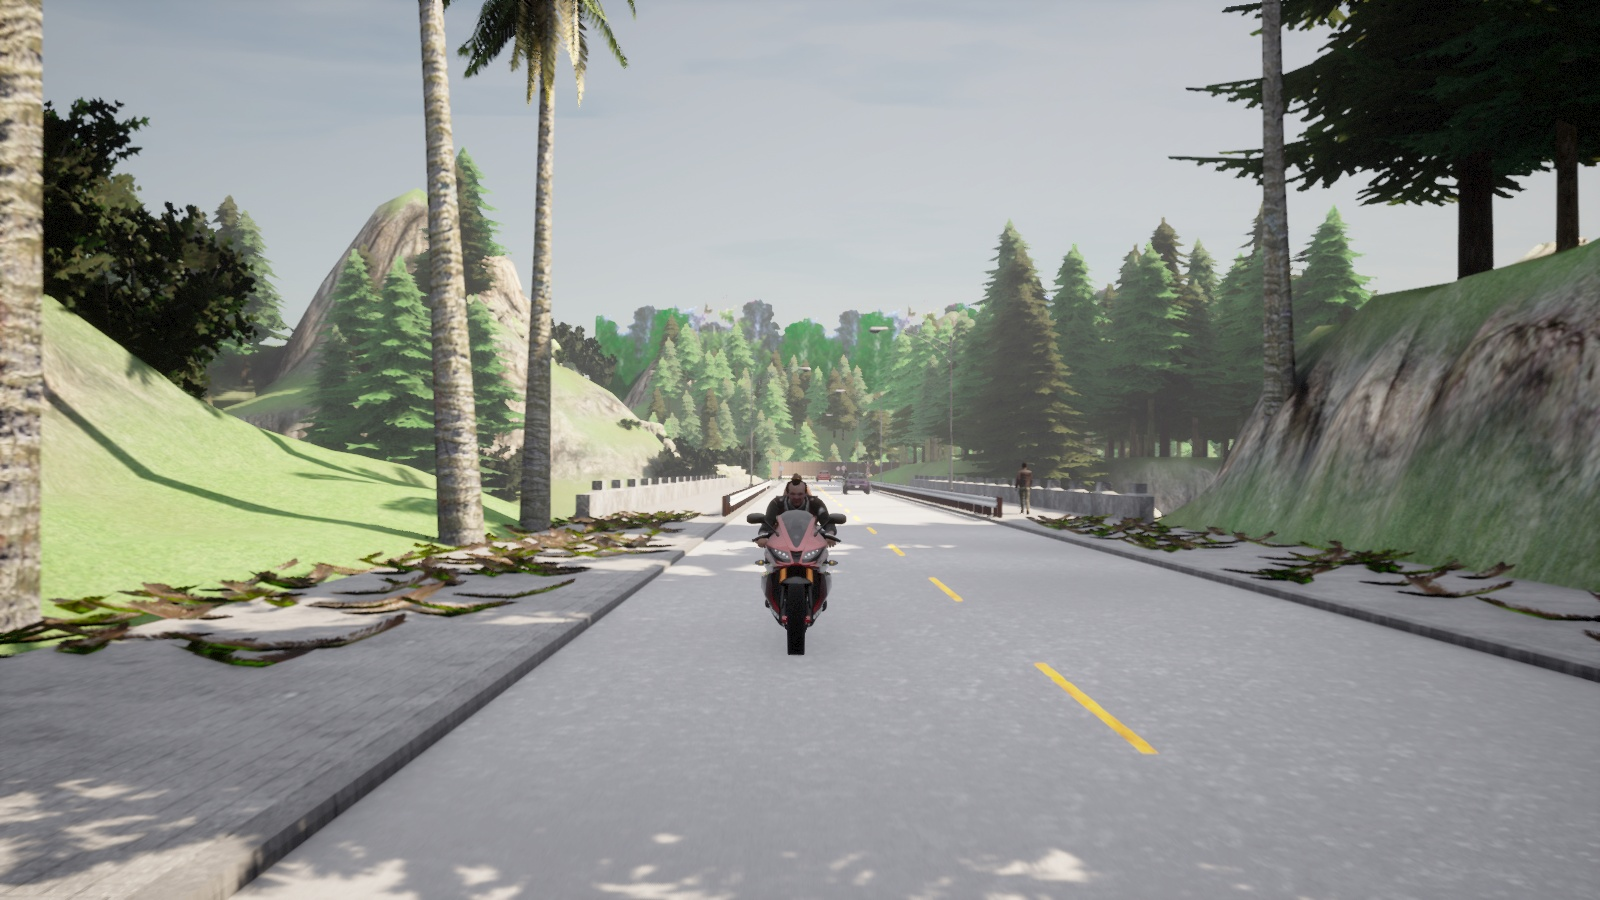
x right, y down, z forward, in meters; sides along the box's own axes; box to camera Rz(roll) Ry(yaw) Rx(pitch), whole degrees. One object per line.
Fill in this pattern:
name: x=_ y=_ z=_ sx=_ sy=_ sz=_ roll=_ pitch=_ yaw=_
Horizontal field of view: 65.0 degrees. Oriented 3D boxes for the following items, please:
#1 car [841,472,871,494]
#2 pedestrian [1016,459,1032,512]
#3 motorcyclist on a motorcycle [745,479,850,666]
car: x=3.816 y=2.253 z=86.053 sx=1.816 sy=1.474 sz=4.193 roll=0 pitch=-1 yaw=0
pedestrian: x=7.738 y=1.220 z=43.386 sx=0.431 sy=1.840 sz=0.703 roll=0 pitch=-1 yaw=0
motorcyclist on a motorcycle: x=-0.025 y=1.042 z=11.501 sx=0.866 sy=1.530 sz=2.191 roll=0 pitch=-1 yaw=0
